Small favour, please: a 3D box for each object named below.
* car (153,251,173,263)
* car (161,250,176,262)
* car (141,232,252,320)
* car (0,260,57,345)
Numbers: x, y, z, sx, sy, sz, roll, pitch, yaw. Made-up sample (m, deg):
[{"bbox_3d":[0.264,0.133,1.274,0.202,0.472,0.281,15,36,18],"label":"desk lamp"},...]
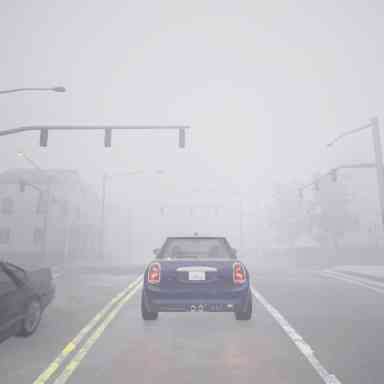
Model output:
[{"bbox_3d":[-3.685,8.415,43.076,2.033,1.411,5.357,0,-11,0],"label":"car"},{"bbox_3d":[-3.694,10.268,53.398,2.097,1.767,4.553,0,-11,0],"label":"car"},{"bbox_3d":[0.084,1.805,8.207,2.097,1.767,4.553,0,-7,0],"label":"car"},{"bbox_3d":[-3.609,1.667,4.378,2.033,1.411,5.357,0,-3,0],"label":"car"}]
